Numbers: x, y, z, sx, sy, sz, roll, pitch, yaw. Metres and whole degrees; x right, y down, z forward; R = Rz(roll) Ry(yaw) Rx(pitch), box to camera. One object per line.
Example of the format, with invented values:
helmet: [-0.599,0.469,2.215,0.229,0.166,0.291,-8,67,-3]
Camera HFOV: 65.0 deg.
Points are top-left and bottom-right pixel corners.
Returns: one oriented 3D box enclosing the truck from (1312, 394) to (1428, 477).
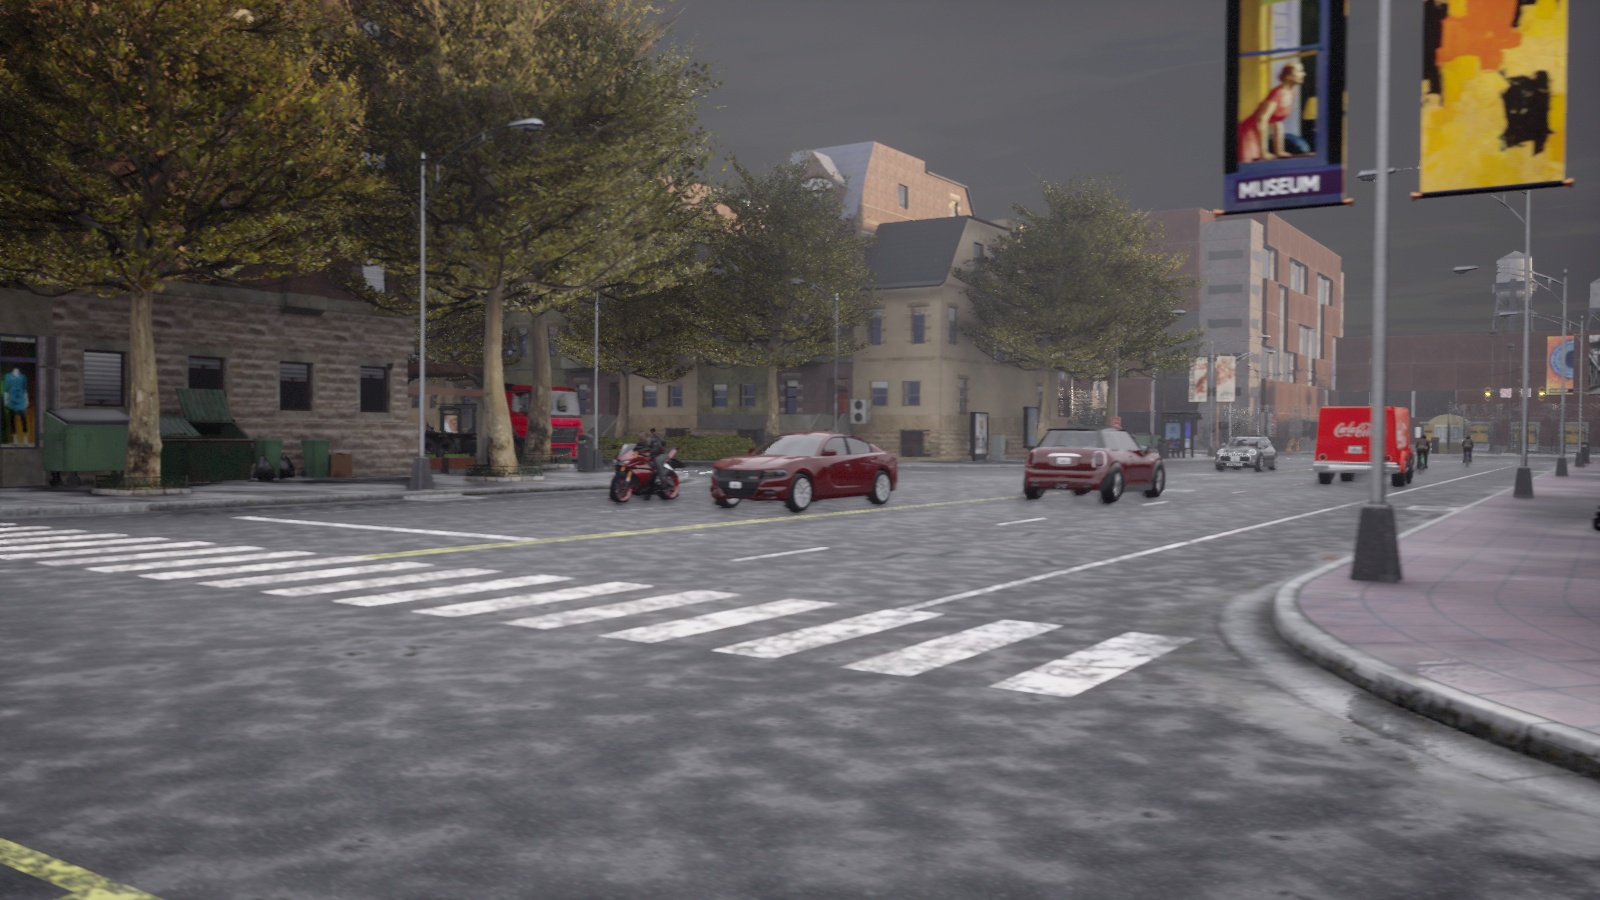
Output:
truck: [18.358,-0.472,40.293,2.627,2.467,5.204,0,1,33]

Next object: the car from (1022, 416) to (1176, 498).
car: [7.106,0.122,29.485,2.097,1.767,4.553,0,1,33]

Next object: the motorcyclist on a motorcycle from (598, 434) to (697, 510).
motorcyclist on a motorcycle: [-3.191,0.431,26.529,0.866,1.530,2.191,0,1,33]

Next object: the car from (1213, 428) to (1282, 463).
car: [19.632,-0.234,55.003,1.970,1.475,3.806,0,1,34]

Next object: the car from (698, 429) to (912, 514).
car: [0.240,0.359,25.384,1.882,1.535,5.008,0,1,33]

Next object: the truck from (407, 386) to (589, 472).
truck: [-12.960,-0.871,53.673,7.936,3.462,2.891,0,1,34]
